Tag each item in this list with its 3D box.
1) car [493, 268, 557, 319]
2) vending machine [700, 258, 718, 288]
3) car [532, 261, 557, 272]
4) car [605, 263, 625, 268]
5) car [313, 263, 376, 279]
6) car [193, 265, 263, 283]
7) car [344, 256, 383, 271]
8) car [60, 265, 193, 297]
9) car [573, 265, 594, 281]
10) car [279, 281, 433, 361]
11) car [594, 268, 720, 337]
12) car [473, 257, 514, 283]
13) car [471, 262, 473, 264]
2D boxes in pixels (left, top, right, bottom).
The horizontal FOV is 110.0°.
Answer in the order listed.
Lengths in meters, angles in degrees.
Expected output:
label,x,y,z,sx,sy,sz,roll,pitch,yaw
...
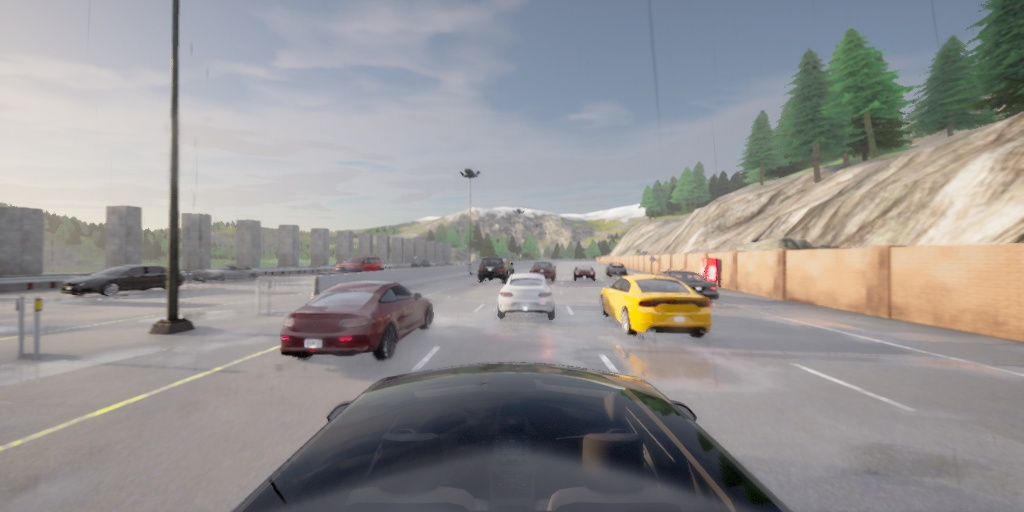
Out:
label,x,y,z,sx,sy,sz,roll,pitch,yaw
car,0.562,1.328,13.032,1.812,1.442,4.674,0,0,4
vending machine,13.779,1.106,25.081,1.100,2.100,0.880,0,0,9
car,2.788,1.245,31.279,2.097,1.767,4.553,0,0,9
car,11.007,1.450,38.141,2.128,1.511,4.902,0,0,10
car,-12.334,1.411,26.467,1.895,1.301,4.718,0,0,8
car,-22.624,1.379,28.664,1.895,1.301,4.718,0,0,8
car,-14.637,1.060,34.642,2.150,2.045,5.566,0,0,10
car,-20.223,1.249,18.946,1.837,1.490,4.892,0,0,5
car,6.524,1.516,32.708,1.895,1.301,4.718,0,0,9
car,-3.212,1.292,8.258,1.812,1.442,4.674,0,0,2
car,3.909,1.283,10.575,1.882,1.535,5.008,0,0,3
car,-1.178,1.089,28.872,2.150,2.045,5.566,0,0,9
car,-6.086,1.497,61.214,1.837,1.490,4.892,0,2,12
